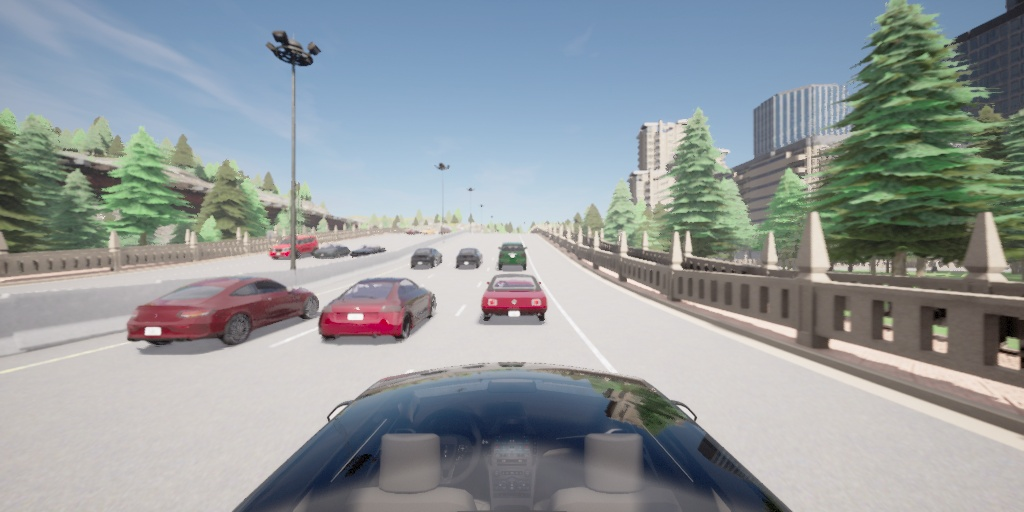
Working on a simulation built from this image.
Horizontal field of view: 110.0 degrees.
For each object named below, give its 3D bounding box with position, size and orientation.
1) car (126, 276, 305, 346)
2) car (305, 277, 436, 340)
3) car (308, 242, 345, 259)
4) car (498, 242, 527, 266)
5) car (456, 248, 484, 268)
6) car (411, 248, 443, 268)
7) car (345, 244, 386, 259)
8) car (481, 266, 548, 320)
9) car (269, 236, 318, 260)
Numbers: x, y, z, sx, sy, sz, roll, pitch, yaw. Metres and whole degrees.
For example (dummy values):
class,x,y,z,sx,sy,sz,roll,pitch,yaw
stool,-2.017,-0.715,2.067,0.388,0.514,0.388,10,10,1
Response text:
class,x,y,z,sx,sy,sz,roll,pitch,yaw
car,-6.936,1.236,9.233,1.812,1.442,4.674,0,1,0
car,-3.432,1.263,9.867,1.994,1.385,4.181,0,1,0
car,-17.659,-0.514,35.337,1.994,1.385,4.181,0,6,0
car,0.043,-0.154,28.674,2.150,2.045,5.566,0,5,0
car,-3.461,0.045,29.576,1.837,1.490,4.892,0,6,0
car,-6.961,0.045,29.574,1.837,1.490,4.892,0,6,0
car,-14.161,-0.473,35.301,1.895,1.301,4.718,0,6,0
car,0.069,1.242,12.132,1.895,1.301,4.718,0,2,0
car,-21.161,-0.837,35.147,2.150,2.045,5.566,0,7,0
